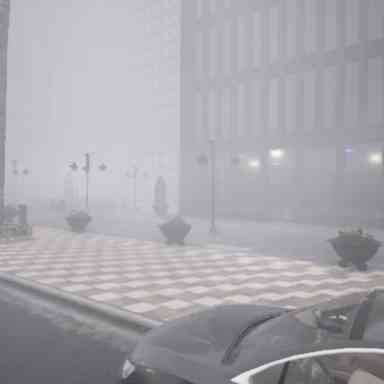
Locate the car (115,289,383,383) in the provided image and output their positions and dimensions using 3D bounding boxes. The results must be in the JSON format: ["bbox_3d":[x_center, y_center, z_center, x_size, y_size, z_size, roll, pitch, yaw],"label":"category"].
[{"bbox_3d":[1.557,1.483,2.238,4.892,1.521,2.231,1,0,36],"label":"car"}]
